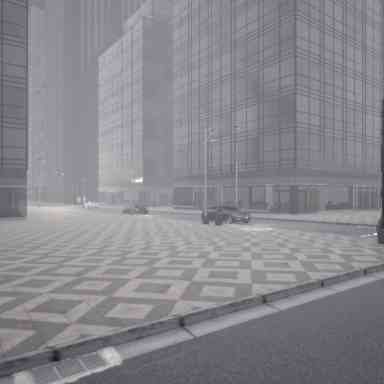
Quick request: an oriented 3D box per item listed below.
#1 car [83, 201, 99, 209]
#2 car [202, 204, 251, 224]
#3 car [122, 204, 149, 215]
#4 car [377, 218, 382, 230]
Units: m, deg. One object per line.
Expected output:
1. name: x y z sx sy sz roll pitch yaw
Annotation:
1. car: -19.177 2.474 63.097 1.812 1.442 4.674 0 -1 -36
2. car: 2.753 1.798 27.409 1.837 1.490 4.892 0 -1 -36
3. car: -6.965 2.113 40.835 1.994 1.385 4.181 0 -1 -36
4. car: 10.302 1.549 14.290 1.837 1.490 4.892 1 -2 -13
